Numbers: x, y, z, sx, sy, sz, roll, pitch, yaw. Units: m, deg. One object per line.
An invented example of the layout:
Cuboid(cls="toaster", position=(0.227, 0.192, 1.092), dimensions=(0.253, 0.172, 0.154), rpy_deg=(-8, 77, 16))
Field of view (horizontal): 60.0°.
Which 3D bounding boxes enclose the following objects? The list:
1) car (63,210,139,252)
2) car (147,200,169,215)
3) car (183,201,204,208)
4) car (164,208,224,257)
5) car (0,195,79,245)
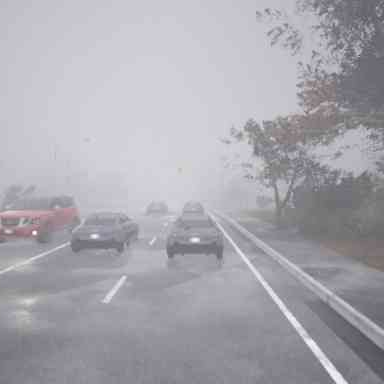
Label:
Cuboid(cls="car", position=(-3.398, 1.511, 13.636), dimensions=(1.994, 1.385, 4.181), rpy_deg=(0, 0, 0))
Cuboid(cls="car", position=(-3.394, 1.516, 33.547), dimensions=(1.994, 1.385, 4.181), rpy_deg=(0, -1, 0))
Cuboid(cls="car", position=(0.106, 1.486, 31.035), dimensions=(1.994, 1.385, 4.181), rpy_deg=(0, -1, 0))
Cuboid(cls="car", position=(0.102, 1.514, 12.744), dimensions=(1.994, 1.385, 4.181), rpy_deg=(0, 0, 0))
Cuboid(cls="car", position=(-7.073, 1.161, 15.620), dimensions=(2.150, 2.045, 5.566), rpy_deg=(0, 0, 0))
